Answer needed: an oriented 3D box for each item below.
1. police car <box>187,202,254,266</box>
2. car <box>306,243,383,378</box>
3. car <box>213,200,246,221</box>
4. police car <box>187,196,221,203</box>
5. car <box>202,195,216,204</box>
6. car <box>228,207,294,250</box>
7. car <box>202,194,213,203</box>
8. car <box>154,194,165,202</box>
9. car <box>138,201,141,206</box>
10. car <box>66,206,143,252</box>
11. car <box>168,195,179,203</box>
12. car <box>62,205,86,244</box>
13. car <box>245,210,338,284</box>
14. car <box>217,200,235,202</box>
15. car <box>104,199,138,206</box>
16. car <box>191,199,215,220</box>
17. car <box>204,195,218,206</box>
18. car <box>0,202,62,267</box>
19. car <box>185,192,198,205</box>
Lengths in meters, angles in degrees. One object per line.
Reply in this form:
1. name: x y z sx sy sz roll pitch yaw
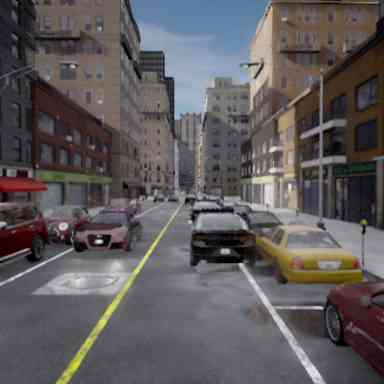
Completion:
1. police car: 0.870 1.344 11.355 1.930 1.638 5.238 0 0 0
2. car: 2.847 1.556 3.438 1.802 1.307 4.206 -1 0 0
3. car: 2.794 1.365 25.781 2.008 1.369 4.403 -1 0 0
4. police car: 0.844 1.272 21.355 1.930 1.638 5.238 0 0 0
5. car: 2.729 1.168 53.710 1.947 1.339 4.313 -1 0 0
6. car: 2.820 1.461 14.610 1.947 1.339 4.313 -1 0 0
7. car: 2.716 1.140 59.296 1.802 1.307 4.206 -1 0 0
8. car: -5.830 1.104 59.272 1.887 1.381 4.507 -1 0 0
9. car: -5.758 1.356 31.345 1.802 1.307 4.206 -1 0 0
10. car: -3.134 1.469 13.204 1.994 1.385 4.181 0 0 0
11. car: -3.148 1.242 57.122 1.895 1.301 4.718 0 0 0
12. car: -5.716 1.336 14.587 1.967 1.590 4.097 -1 0 0
13. car: 2.832 1.459 9.194 1.752 1.417 4.829 -1 0 0
14. car: 2.807 1.421 20.196 1.947 1.339 4.313 -1 0 0
15. car: -5.745 1.255 25.758 1.967 1.590 4.097 -1 0 0
16. car: 0.829 1.330 27.247 1.812 1.442 4.674 0 0 0
17. car: 2.741 1.170 48.294 1.752 1.417 4.829 -1 0 0
18. car: -5.703 1.251 9.001 2.192 1.841 5.009 -1 0 0
19. car: -0.098 1.102 50.996 1.882 1.535 5.008 0 0 0
